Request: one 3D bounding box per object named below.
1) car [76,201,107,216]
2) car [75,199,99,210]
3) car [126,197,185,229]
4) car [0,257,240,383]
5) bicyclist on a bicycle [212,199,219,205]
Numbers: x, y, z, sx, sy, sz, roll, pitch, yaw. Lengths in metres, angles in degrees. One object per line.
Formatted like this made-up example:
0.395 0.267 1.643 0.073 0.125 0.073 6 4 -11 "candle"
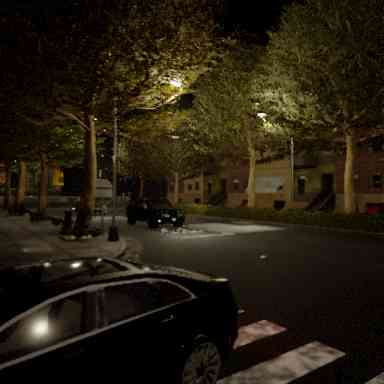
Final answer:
-10.457 1.506 34.434 2.097 1.767 4.553 1 -1 -34 "car"
-14.988 1.710 47.290 1.837 1.490 4.892 1 0 -34 "car"
-2.681 1.366 23.120 2.150 2.045 5.566 1 0 -35 "car"
-1.505 1.499 3.196 2.128 1.511 4.902 0 0 44 "car"
2.447 1.591 35.902 1.656 1.620 0.582 0 0 -35 "bicyclist on a bicycle"
